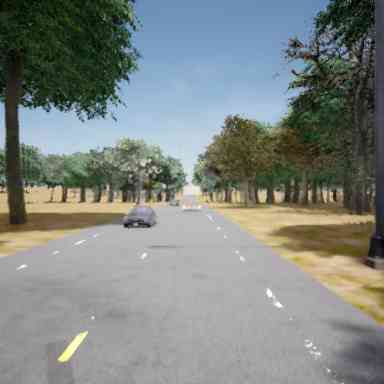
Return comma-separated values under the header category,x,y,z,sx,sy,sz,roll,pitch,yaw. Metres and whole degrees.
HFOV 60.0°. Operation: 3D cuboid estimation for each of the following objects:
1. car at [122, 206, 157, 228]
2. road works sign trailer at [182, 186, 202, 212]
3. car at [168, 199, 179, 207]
category,x,y,z,sx,sy,sz,roll,pitch,yaw
car,-3.596,1.719,23.905,2.033,1.411,5.357,0,0,0
road works sign trailer,0.007,0.826,45.641,2.380,3.560,2.880,0,-1,0
car,-3.505,2.063,65.281,1.812,1.442,4.674,0,-1,0
